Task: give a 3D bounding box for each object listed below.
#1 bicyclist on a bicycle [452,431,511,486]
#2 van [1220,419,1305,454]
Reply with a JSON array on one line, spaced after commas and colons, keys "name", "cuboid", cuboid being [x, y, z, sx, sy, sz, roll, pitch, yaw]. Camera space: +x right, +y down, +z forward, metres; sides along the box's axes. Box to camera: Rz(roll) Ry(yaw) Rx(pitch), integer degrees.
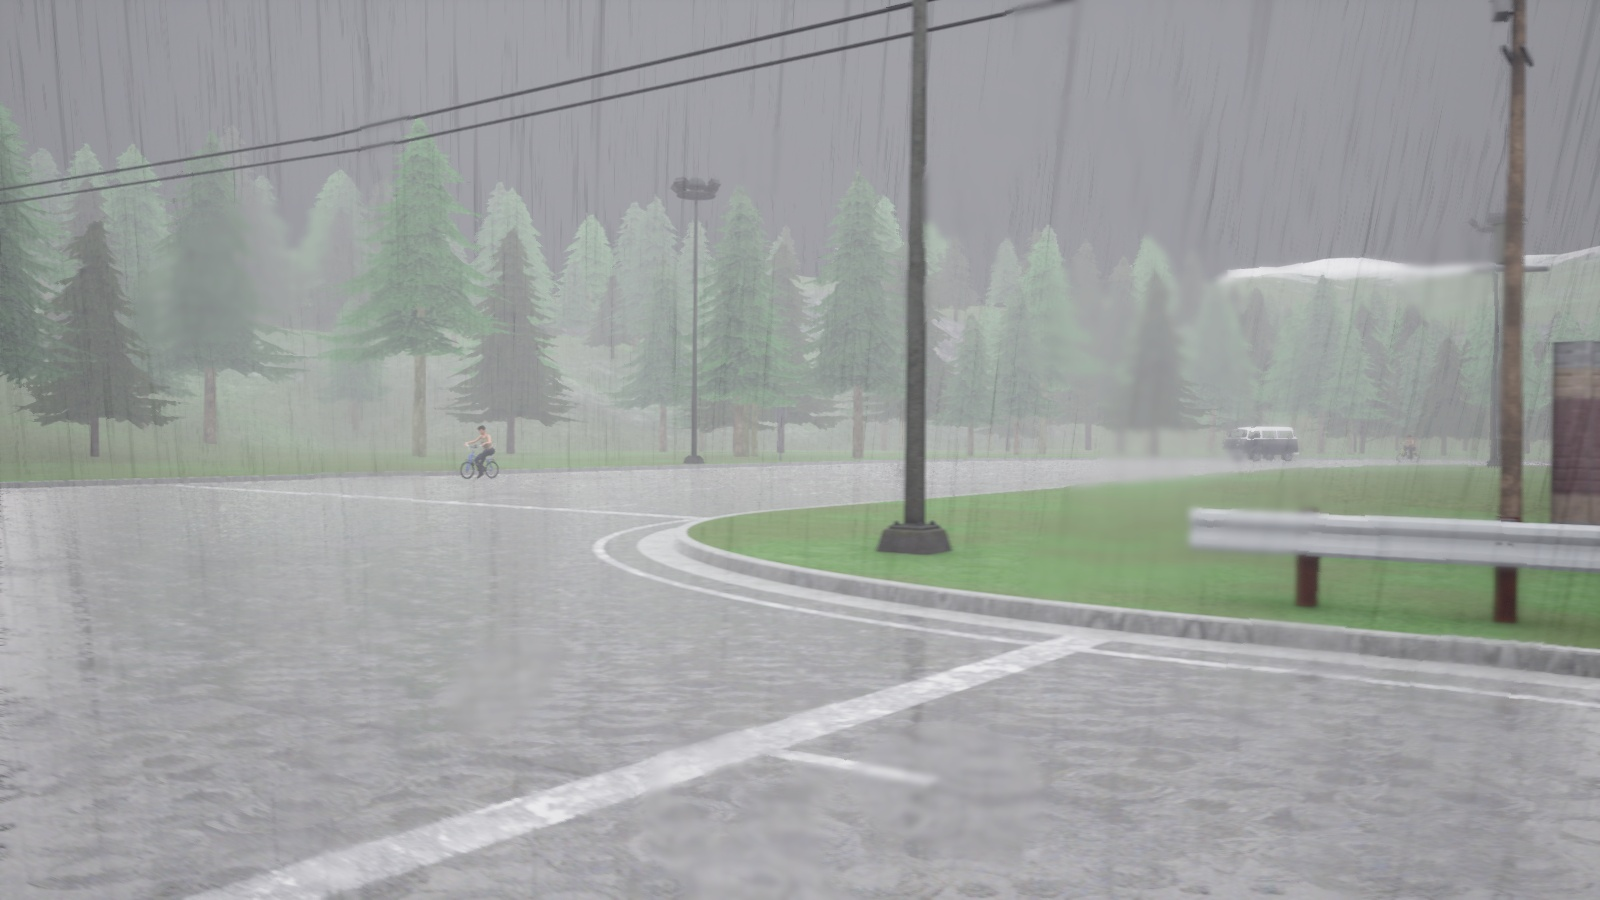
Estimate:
[{"name": "bicyclist on a bicycle", "cuboid": [-9.569, 0.239, 37.755, 0.866, 1.612, 1.509, 0, 1, 34]}, {"name": "van", "cuboid": [27.134, -0.797, 73.662, 4.480, 2.038, 2.069, -1, 1, -23]}]
